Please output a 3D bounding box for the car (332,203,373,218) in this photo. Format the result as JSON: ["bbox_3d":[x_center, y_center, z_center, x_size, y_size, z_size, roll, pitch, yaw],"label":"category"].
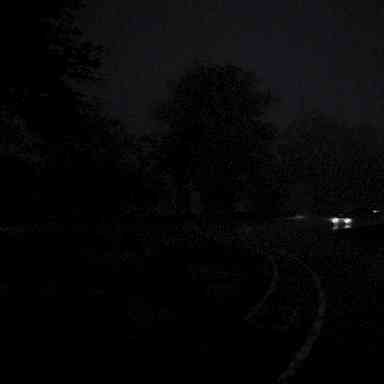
[{"bbox_3d":[16.761,1.874,34.504,5.357,1.411,2.033,0,-1,-38],"label":"car"}]
